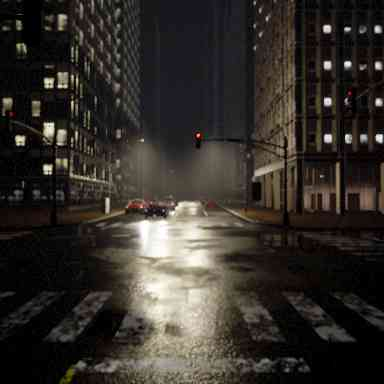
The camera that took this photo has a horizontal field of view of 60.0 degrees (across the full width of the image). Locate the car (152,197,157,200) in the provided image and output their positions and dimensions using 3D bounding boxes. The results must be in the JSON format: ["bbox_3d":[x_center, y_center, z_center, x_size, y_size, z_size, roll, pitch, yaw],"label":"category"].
[{"bbox_3d":[-5.717,1.634,40.051,1.802,1.307,4.206,1,0,0],"label":"car"}]

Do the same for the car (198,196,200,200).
[{"bbox_3d":[2.641,1.648,62.430,1.947,1.339,4.313,1,0,0],"label":"car"}]

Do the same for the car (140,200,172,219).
[{"bbox_3d":[-3.113,1.640,29.737,1.895,1.301,4.718,0,0,-1],"label":"car"}]

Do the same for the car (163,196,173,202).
[{"bbox_3d":[-5.756,1.655,79.077,2.008,1.369,4.403,1,0,0],"label":"car"}]

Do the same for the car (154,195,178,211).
[{"bbox_3d":[-3.130,1.405,41.148,2.097,1.767,4.553,0,0,-1],"label":"car"}]

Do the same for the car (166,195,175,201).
[{"bbox_3d":[-5.767,1.671,90.228,2.008,1.369,4.403,1,0,0],"label":"car"}]

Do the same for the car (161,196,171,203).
[{"bbox_3d":[-5.750,1.642,73.502,1.887,1.381,4.507,1,0,0],"label":"car"}]

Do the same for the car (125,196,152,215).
[{"bbox_3d":[-5.709,1.485,34.476,1.967,1.590,4.097,1,0,0],"label":"car"}]

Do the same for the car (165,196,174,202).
[{"bbox_3d":[-5.761,1.657,84.653,1.887,1.381,4.507,1,0,0],"label":"car"}]

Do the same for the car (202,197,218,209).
[{"bbox_3d":[2.657,1.642,45.697,1.802,1.307,4.206,1,0,0],"label":"car"}]

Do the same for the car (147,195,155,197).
[{"bbox_3d":[-5.717,1.375,45.627,2.192,1.841,5.009,1,0,0],"label":"car"}]

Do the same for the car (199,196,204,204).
[{"bbox_3d":[2.647,1.600,57.023,1.752,1.417,4.829,1,0,0],"label":"car"}]
